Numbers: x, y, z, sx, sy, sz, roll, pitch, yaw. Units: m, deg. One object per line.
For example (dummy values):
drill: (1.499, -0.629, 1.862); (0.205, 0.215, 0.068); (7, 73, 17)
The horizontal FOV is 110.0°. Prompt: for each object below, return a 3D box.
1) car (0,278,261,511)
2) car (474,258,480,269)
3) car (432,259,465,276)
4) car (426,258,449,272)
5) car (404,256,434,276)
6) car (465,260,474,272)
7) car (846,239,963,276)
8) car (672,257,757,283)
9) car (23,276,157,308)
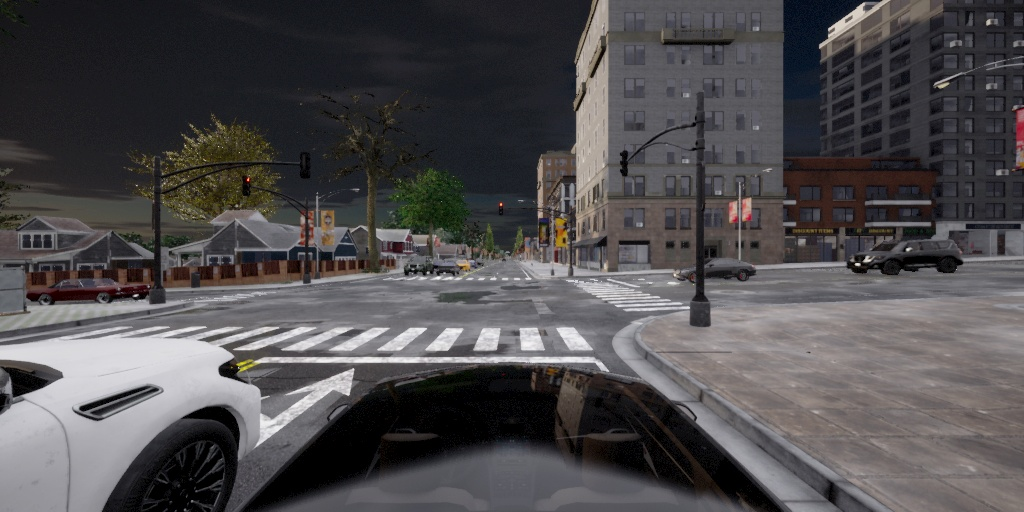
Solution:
car: (-3.145, 0.972, 0.564); (2.150, 2.045, 5.566); (0, 0, 0)
car: (-6.654, 1.336, 57.871); (1.812, 1.442, 4.674); (0, 0, 0)
car: (-6.640, 1.315, 37.906); (2.033, 1.411, 5.357); (0, 0, 0)
car: (-9.899, 1.136, 48.070); (2.097, 1.767, 4.553); (0, 0, 0)
car: (-9.887, 0.990, 38.598); (2.150, 2.045, 5.566); (0, 0, 0)
car: (-6.651, 1.261, 47.697); (1.882, 1.535, 5.008); (0, 0, 0)
car: (23.913, 0.070, 21.937); (5.566, 2.045, 2.150); (-2, 0, 0)
car: (12.284, 0.818, 21.894); (4.674, 1.442, 1.812); (-2, 0, 1)
car: (-21.644, 1.806, 18.537); (4.718, 1.301, 1.895); (-2, 0, 0)
